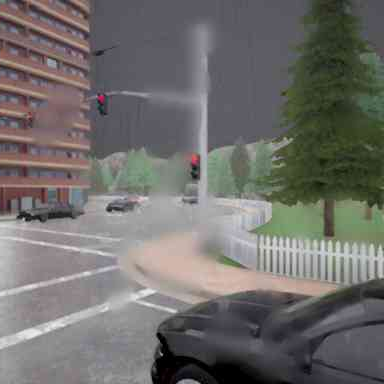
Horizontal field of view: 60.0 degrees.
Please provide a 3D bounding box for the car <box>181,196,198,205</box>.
[{"bbox_3d":[-0.329,1.427,57.116,1.837,1.490,4.892,1,0,-21],"label":"car"}]

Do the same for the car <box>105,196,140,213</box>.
[{"bbox_3d":[-7.700,1.473,36.312,2.033,1.411,5.357,0,0,6],"label":"car"}]

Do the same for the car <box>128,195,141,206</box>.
[{"bbox_3d":[-8.959,1.275,49.657,2.097,1.767,4.553,0,0,-17],"label":"car"}]

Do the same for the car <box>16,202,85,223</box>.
[{"bbox_3d":[-10.641,1.476,25.586,2.033,1.411,5.357,0,0,24],"label":"car"}]

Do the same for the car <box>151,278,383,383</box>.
[{"bbox_3d":[1.873,1.478,2.653,5.008,1.535,1.882,0,0,36],"label":"car"}]
